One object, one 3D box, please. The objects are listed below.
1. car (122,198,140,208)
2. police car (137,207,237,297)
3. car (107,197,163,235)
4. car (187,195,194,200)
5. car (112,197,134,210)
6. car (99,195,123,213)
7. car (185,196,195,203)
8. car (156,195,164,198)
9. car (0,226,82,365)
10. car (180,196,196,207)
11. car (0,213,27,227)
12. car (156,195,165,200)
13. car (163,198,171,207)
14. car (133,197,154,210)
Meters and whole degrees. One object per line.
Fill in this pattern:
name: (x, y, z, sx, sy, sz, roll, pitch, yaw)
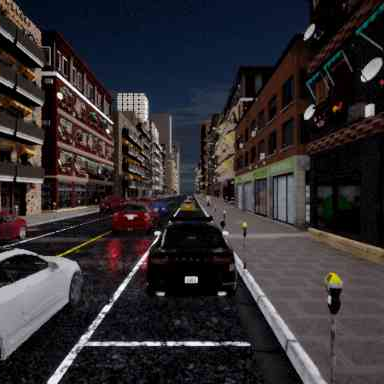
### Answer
car: (-8.834, 1.543, 48.430, 1.887, 1.381, 4.507, 0, 0, 0)
police car: (-0.011, 1.425, 8.759, 1.930, 1.638, 5.238, 0, 0, 0)
car: (-3.104, 1.352, 19.091, 2.097, 1.767, 4.553, 0, 0, 1)
car: (-0.452, 1.513, 93.685, 1.752, 1.417, 4.829, 0, 0, 0)
car: (-8.834, 1.439, 42.793, 1.967, 1.590, 4.097, 0, 0, 0)
car: (-8.833, 1.314, 37.157, 2.192, 1.841, 5.009, 0, 0, 0)
car: (-0.453, 1.545, 70.970, 2.008, 1.369, 4.403, 0, 0, 0)
car: (-8.834, 1.541, 87.882, 2.008, 1.369, 4.403, 0, 0, 0)
car: (-3.144, 1.526, 4.889, 1.812, 1.442, 4.674, 0, 0, 0)
car: (-0.454, 1.525, 37.323, 1.752, 1.417, 4.829, 0, 0, 0)
car: (-8.835, 1.583, 14.612, 1.802, 1.307, 4.206, 0, 0, 0)
car: (-8.834, 1.539, 93.519, 2.008, 1.369, 4.403, 0, 0, 0)
car: (-3.125, 1.548, 32.029, 2.033, 1.411, 5.357, 0, 0, 0)
car: (-6.199, 1.476, 42.768, 1.882, 1.535, 5.008, 0, 0, 0)
